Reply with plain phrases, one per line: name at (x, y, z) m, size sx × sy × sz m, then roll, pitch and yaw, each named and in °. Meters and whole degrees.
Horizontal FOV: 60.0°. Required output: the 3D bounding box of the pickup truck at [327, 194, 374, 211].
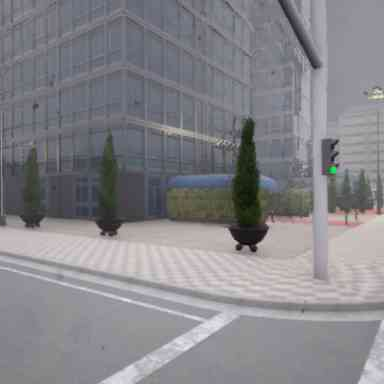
pickup truck at (17.837, 1.098, 37.981) m, size 6.274 × 2.098 × 2.390 m, roll 0°, pitch 0°, yaw -24°
